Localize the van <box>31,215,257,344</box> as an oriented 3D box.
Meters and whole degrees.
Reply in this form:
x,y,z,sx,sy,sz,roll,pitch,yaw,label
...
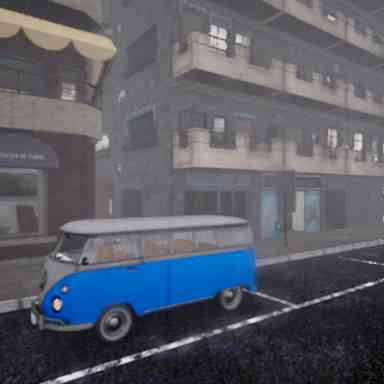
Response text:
x,y,z,sx,sy,sz,roll,pitch,yaw,label
-0.625,1.355,6.126,3.998,1.788,1.690,0,-1,-35,van
